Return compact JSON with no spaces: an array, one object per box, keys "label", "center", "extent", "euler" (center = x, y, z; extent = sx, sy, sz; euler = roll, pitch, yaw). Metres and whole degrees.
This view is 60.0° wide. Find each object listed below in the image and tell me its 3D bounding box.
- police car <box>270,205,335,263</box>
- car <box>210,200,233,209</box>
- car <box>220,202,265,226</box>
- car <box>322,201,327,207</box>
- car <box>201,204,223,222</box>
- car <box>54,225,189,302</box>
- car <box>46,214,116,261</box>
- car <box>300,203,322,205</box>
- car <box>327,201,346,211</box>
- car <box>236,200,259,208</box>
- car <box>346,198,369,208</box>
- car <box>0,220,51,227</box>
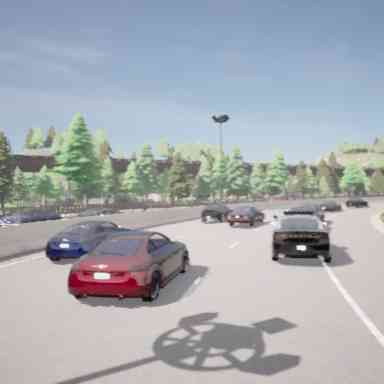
[{"label":"police car","center":[4.034,1.508,12.589],"extent":[1.930,1.638,5.238],"euler":[-1,-1,16]},{"label":"car","center":[5.228,2.249,59.497],"extent":[1.994,1.385,4.181],"euler":[-2,-1,41]},{"label":"car","center":[4.215,1.800,25.577],"extent":[2.033,1.411,5.357],"euler":[-2,-1,24]},{"label":"car","center":[8.970,1.624,25.447],"extent":[1.882,1.535,5.008],"euler":[-2,-1,25]},{"label":"car","center":[2.412,1.853,29.787],"extent":[1.837,1.490,4.892],"euler":[-2,-1,26]},{"label":"car","center":[-1.414,1.715,8.806],"extent":[1.994,1.385,4.181],"euler":[-1,-1,13]},{"label":"car","center":[-3.841,1.829,13.354],"extent":[1.994,1.385,4.181],"euler":[-1,-1,15]},{"label":"car","center":[6.869,1.634,20.678],"extent":[1.837,1.490,4.892],"euler":[-2,-1,22]},{"label":"car","center":[16.942,1.744,40.984],"extent":[1.994,1.385,4.181],"euler":[-2,-1,40]},{"label":"car","center":[9.975,2.145,59.585],"extent":[1.994,1.385,4.181],"euler":[-2,-1,42]},{"label":"car","center":[24.933,1.606,50.208],"extent":[5.008,1.535,1.882],"euler":[-1,-1,-43]},{"label":"car","center":[-11.631,1.930,23.961],"extent":[2.097,1.767,4.553],"euler":[-2,-1,20]}]
